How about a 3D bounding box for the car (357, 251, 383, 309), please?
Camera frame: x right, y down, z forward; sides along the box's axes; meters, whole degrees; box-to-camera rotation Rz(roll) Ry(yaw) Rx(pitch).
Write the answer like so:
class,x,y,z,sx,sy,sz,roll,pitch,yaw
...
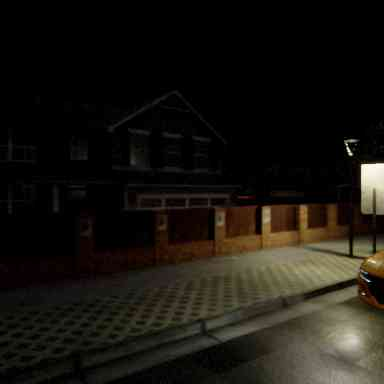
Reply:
class,x,y,z,sx,sy,sz,roll,pitch,yaw
car,5.402,1.473,6.914,5.008,1.535,1.882,0,0,-35
